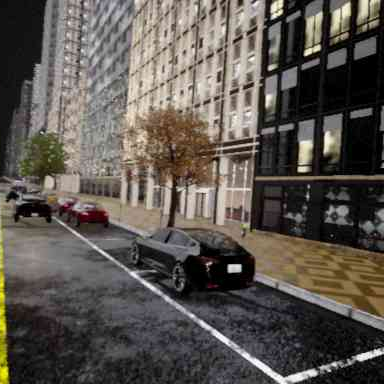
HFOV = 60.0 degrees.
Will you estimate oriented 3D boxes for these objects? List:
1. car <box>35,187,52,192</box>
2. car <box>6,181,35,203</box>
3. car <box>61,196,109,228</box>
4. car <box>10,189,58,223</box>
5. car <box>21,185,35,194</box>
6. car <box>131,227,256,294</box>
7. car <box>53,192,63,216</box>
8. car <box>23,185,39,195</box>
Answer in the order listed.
[{"bbox_3d":[-14.439,0.495,33.439,1.752,1.417,4.829,5,0,-30],"label":"car"},{"bbox_3d":[-17.390,0.109,33.306,2.097,1.767,4.553,4,0,-30],"label":"car"},{"bbox_3d":[-5.834,1.171,18.568,1.802,1.307,4.206,5,0,-30],"label":"car"},{"bbox_3d":[-9.267,0.849,19.235,1.837,1.490,4.892,4,0,-30],"label":"car"},{"bbox_3d":[-28.561,-0.486,57.831,1.802,1.307,4.206,5,0,-30],"label":"car"},{"bbox_3d":[-0.150,1.558,8.752,1.947,1.339,4.313,5,0,-30],"label":"car"},{"bbox_3d":[-8.675,0.968,23.476,1.802,1.307,4.206,5,0,-30],"label":"car"},{"bbox_3d":[-25.719,-0.312,52.925,1.887,1.381,4.507,5,0,-30],"label":"car"}]
